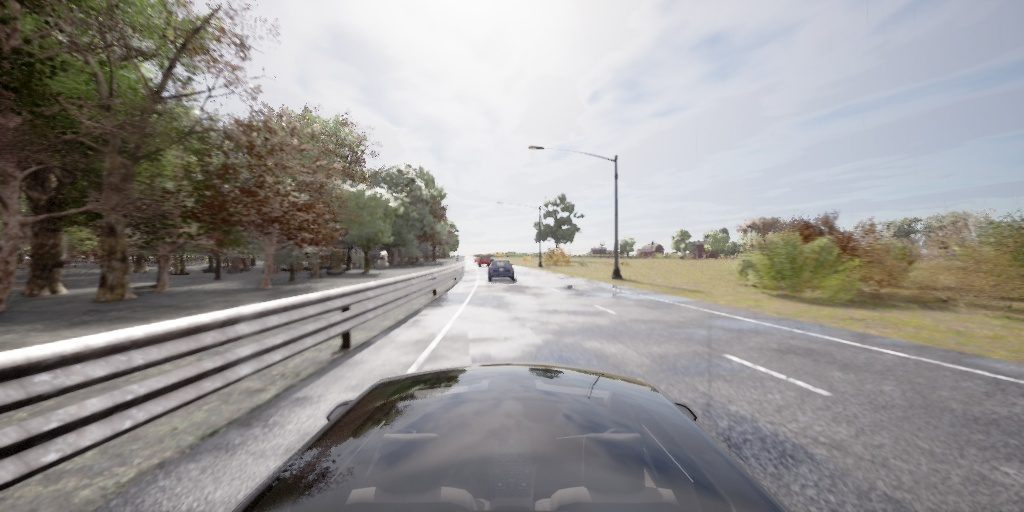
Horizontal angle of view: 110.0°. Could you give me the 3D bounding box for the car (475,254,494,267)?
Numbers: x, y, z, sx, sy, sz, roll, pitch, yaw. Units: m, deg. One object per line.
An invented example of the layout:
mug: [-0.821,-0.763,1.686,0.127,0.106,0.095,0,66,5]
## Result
car: [-4.984,0.848,64.803,2.150,2.045,5.566,0,0,-7]

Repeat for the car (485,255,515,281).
car: [-0.959,1.062,29.733,2.097,1.767,4.553,0,0,-4]
